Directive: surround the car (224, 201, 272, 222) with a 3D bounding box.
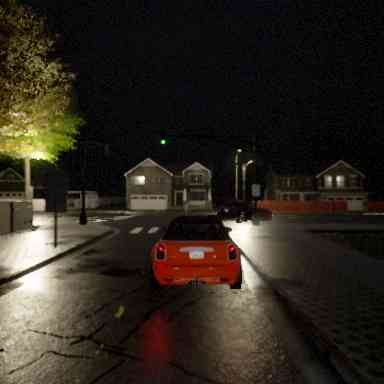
[{"bbox_3d":[4.217,1.466,26.012,4.553,1.767,2.097,1,-1,-40],"label":"car"}]

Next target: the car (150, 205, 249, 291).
[{"bbox_3d":[0.101,1.407,9.365,2.097,1.767,4.553,0,0,0],"label":"car"}]
